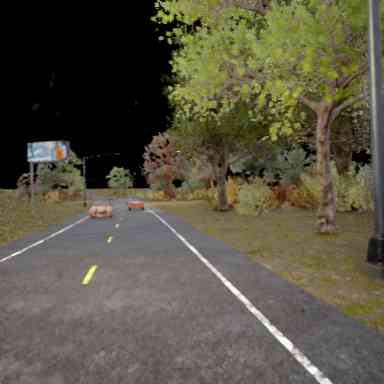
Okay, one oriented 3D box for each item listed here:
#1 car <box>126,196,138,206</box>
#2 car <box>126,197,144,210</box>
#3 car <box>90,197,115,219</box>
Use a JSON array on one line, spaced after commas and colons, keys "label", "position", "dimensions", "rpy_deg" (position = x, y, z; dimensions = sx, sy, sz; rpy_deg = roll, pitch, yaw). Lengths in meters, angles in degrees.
[{"label": "car", "position": [-11.551, 1.745, 64.073], "dimensions": [2.097, 1.767, 4.553], "rpy_deg": [-2, 0, -12]}, {"label": "car", "position": [-8.000, 1.635, 47.444], "dimensions": [2.097, 1.767, 4.553], "rpy_deg": [-2, 0, -11]}, {"label": "car", "position": [-9.041, 1.679, 33.566], "dimensions": [2.097, 1.767, 4.553], "rpy_deg": [-2, 0, -11]}]
